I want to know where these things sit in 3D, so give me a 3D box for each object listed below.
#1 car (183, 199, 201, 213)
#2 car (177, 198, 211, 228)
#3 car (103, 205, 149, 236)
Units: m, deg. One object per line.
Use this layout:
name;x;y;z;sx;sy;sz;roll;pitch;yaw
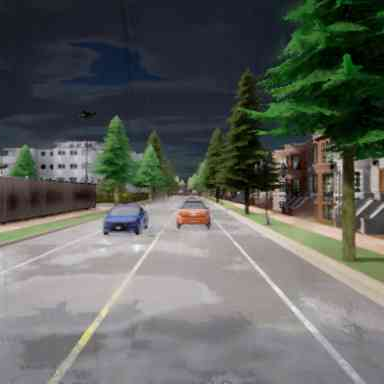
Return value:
car;-0.038;1.504;37.995;1.837;1.490;4.892;0;-1;-3
car;0.107;1.354;22.123;2.097;1.767;4.553;0;0;0
car;-3.593;1.479;18.743;1.882;1.535;5.008;0;0;0
